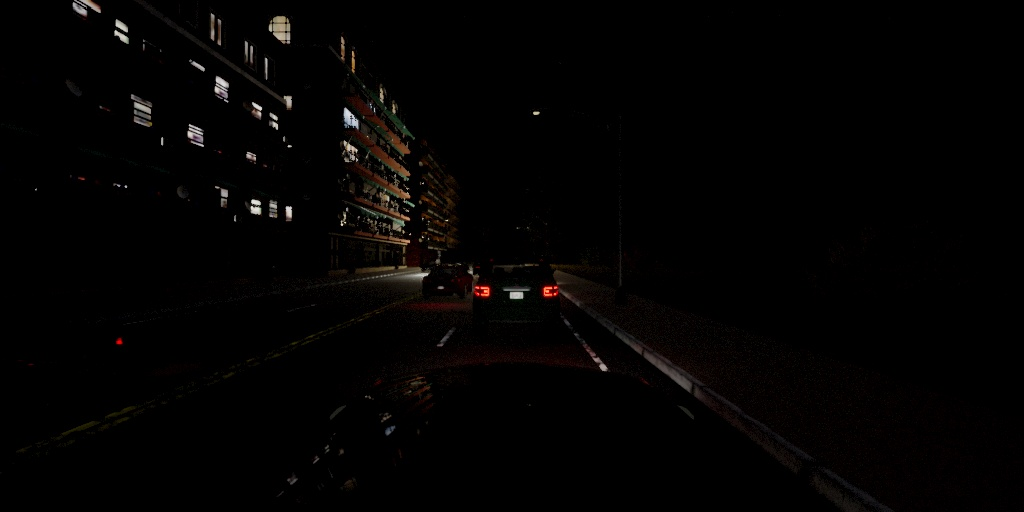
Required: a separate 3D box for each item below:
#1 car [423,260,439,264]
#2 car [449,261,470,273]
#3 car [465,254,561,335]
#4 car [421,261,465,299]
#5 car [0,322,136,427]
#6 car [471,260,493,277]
[{"bbox_3d":[-9.734,1.243,43.775,2.128,1.511,4.902,0,0,0],"label":"car"},{"bbox_3d":[-6.482,1.315,44.547,1.994,1.385,4.181,0,0,0],"label":"car"},{"bbox_3d":[0.118,0.973,10.704,2.150,2.045,5.566,0,0,0],"label":"car"},{"bbox_3d":[-3.106,1.230,18.150,1.882,1.535,5.008,0,0,0],"label":"car"},{"bbox_3d":[-6.600,1.298,2.940,2.033,1.411,5.357,0,0,0],"label":"car"},{"bbox_3d":[-3.052,1.259,37.270,1.837,1.490,4.892,0,1,0],"label":"car"}]
